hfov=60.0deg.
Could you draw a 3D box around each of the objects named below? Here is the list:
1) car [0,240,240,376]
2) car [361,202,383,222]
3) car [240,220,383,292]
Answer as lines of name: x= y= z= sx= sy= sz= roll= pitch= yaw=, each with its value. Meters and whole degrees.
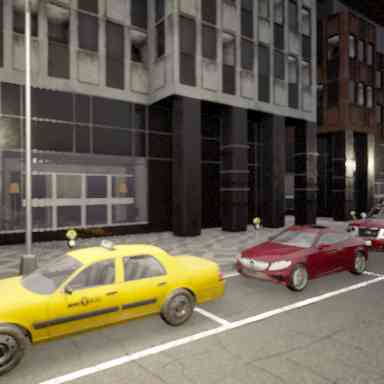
car: x=-1.632 y=1.522 z=5.486 sx=4.829 sy=1.417 sz=1.752 roll=0 pitch=0 yaw=-35
car: x=7.629 y=1.286 z=12.089 sx=5.009 sy=1.841 sz=2.192 roll=0 pitch=0 yaw=-35
car: x=3.068 y=1.565 z=8.837 sx=4.206 sy=1.307 sz=1.802 roll=0 pitch=0 yaw=-35
